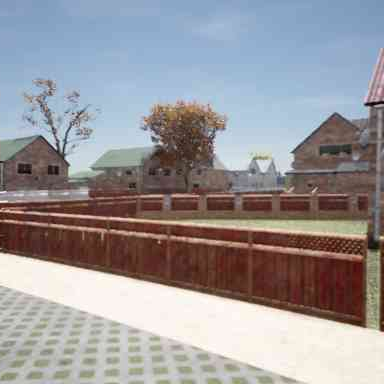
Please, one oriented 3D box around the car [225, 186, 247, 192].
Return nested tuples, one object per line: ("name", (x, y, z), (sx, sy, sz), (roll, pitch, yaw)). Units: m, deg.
("car", (6.604, 0.058, 50.259), (2.097, 1.767, 4.553), (2, 3, 38))
